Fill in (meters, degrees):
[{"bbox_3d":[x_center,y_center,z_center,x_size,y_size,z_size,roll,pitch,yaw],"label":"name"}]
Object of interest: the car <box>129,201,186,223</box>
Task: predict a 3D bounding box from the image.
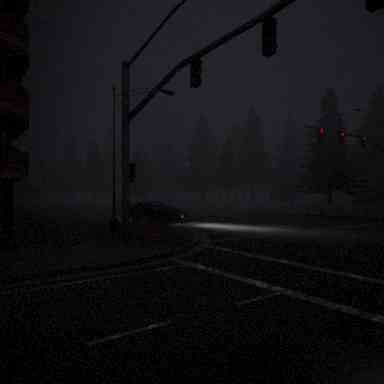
[{"bbox_3d":[-2.591,1.434,24.605,4.902,1.511,2.128,0,0,38],"label":"car"}]
